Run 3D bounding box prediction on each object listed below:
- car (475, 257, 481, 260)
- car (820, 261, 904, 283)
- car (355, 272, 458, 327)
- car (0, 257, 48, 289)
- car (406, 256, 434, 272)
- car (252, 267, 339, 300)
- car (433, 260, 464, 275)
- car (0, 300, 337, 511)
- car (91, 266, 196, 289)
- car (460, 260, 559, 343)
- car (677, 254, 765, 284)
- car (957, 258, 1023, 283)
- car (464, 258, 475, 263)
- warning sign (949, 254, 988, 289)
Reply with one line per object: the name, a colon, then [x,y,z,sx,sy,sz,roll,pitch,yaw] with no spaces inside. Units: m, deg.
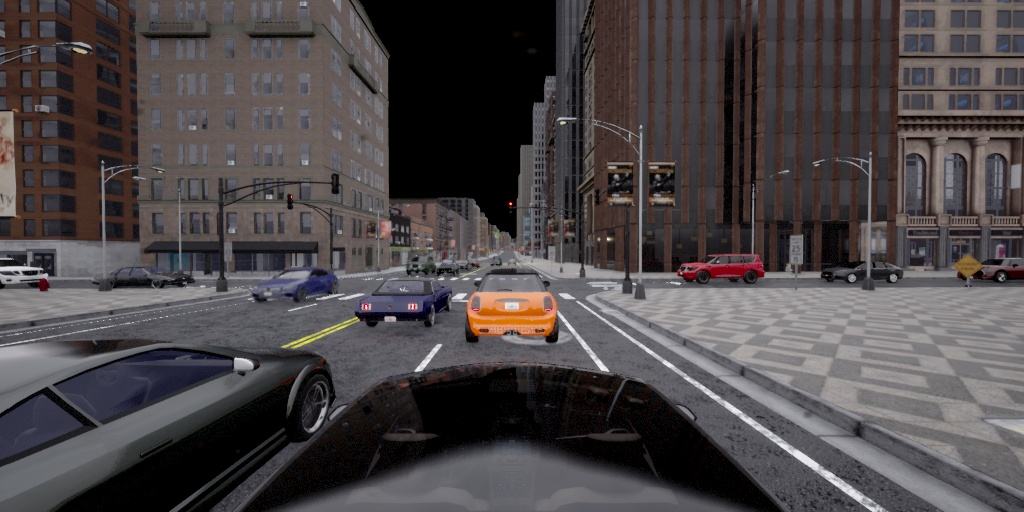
car: [-6.599,1.133,60.262,2.097,1.767,4.553,0,0,0]
car: [24.888,1.119,25.588,4.892,1.490,1.837,0,1,0]
car: [-3.152,1.350,11.525,1.895,1.301,4.718,0,0,0]
car: [-34.306,1.105,23.585,5.566,2.045,2.150,0,1,0]
car: [-9.865,0.984,39.211,2.150,2.045,5.566,0,1,0]
car: [-9.854,1.276,16.811,1.812,1.442,4.674,0,0,0]
car: [-6.600,1.367,37.548,1.895,1.301,4.718,0,0,-1]
car: [-3.158,1.314,2.705,1.994,1.385,4.181,0,0,1]
car: [-24.114,1.396,23.532,5.357,1.411,2.033,0,1,0]
car: [0.008,1.101,9.874,2.097,1.767,4.553,0,0,0]
car: [14.833,0.875,25.549,5.566,2.045,2.150,0,1,0]
car: [35.007,0.926,25.621,4.553,1.767,2.097,0,1,0]
car: [-6.613,1.278,48.711,1.837,1.490,4.892,0,0,0]
warning sign: [25.173,0.827,19.787,1.060,1.860,1.300,0,0,0]
